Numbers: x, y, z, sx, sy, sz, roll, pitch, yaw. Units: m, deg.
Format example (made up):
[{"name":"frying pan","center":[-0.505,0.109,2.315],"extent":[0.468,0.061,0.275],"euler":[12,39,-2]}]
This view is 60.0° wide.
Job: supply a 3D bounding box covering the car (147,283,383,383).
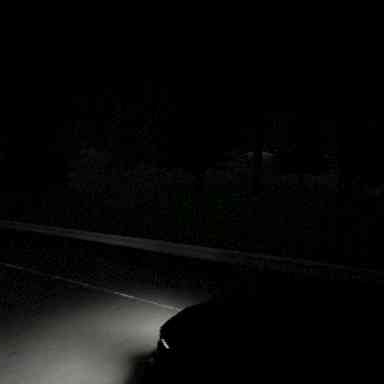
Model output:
[{"name":"car","center":[1.752,1.523,2.659],"extent":[4.674,1.442,1.812],"euler":[1,1,35]}]
